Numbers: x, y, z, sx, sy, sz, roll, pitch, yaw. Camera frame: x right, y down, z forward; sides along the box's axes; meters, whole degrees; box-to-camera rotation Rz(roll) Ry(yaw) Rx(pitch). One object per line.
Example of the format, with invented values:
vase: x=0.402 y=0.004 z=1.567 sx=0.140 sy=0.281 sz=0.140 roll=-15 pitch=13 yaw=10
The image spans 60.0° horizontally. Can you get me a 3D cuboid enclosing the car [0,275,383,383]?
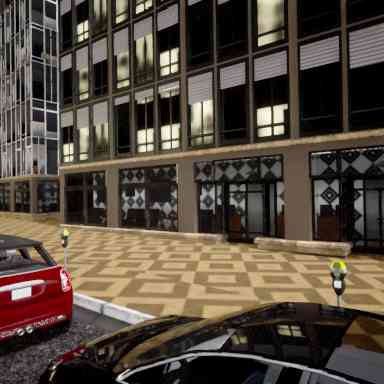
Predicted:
car: x=0.652 y=1.566 z=2.447 sx=4.313 sy=1.339 sz=1.947 roll=0 pitch=-1 yaw=36

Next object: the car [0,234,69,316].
car: x=-3.924 y=1.441 z=5.826 sx=4.097 sy=1.590 sz=1.967 roll=0 pitch=-1 yaw=37
